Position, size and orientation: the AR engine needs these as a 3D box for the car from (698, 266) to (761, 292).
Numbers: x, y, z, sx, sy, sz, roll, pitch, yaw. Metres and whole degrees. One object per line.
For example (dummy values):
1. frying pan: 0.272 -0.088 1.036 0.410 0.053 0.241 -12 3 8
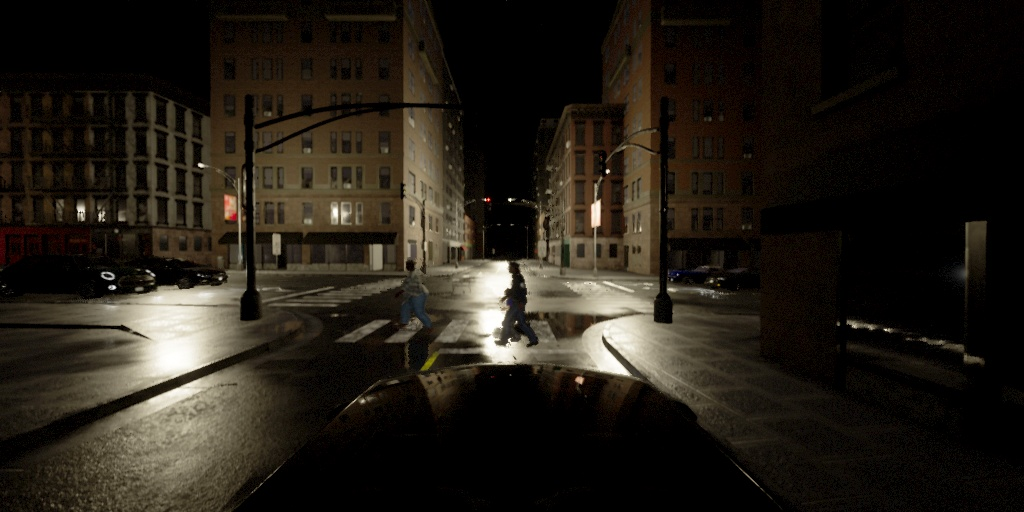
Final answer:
1. car: 13.666 1.333 20.970 4.181 1.385 1.994 1 1 0

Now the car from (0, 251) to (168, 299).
1. car: -17.181 0.708 14.383 4.553 1.767 2.097 1 1 0

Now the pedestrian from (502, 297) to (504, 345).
1. pedestrian: 0.015 1.250 8.076 0.375 1.300 0.375 0 1 0

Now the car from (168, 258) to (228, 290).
1. car: -16.756 0.829 17.632 4.892 1.490 1.837 1 1 0

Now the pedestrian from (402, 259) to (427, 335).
1. pedestrian: -2.353 0.958 8.675 0.375 1.860 0.375 0 1 0

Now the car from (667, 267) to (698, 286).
1. car: 13.030 1.322 24.224 4.718 1.301 1.895 1 1 0

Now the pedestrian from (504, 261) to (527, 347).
1. pedestrian: 0.071 0.977 7.473 0.375 1.860 0.375 0 1 0
